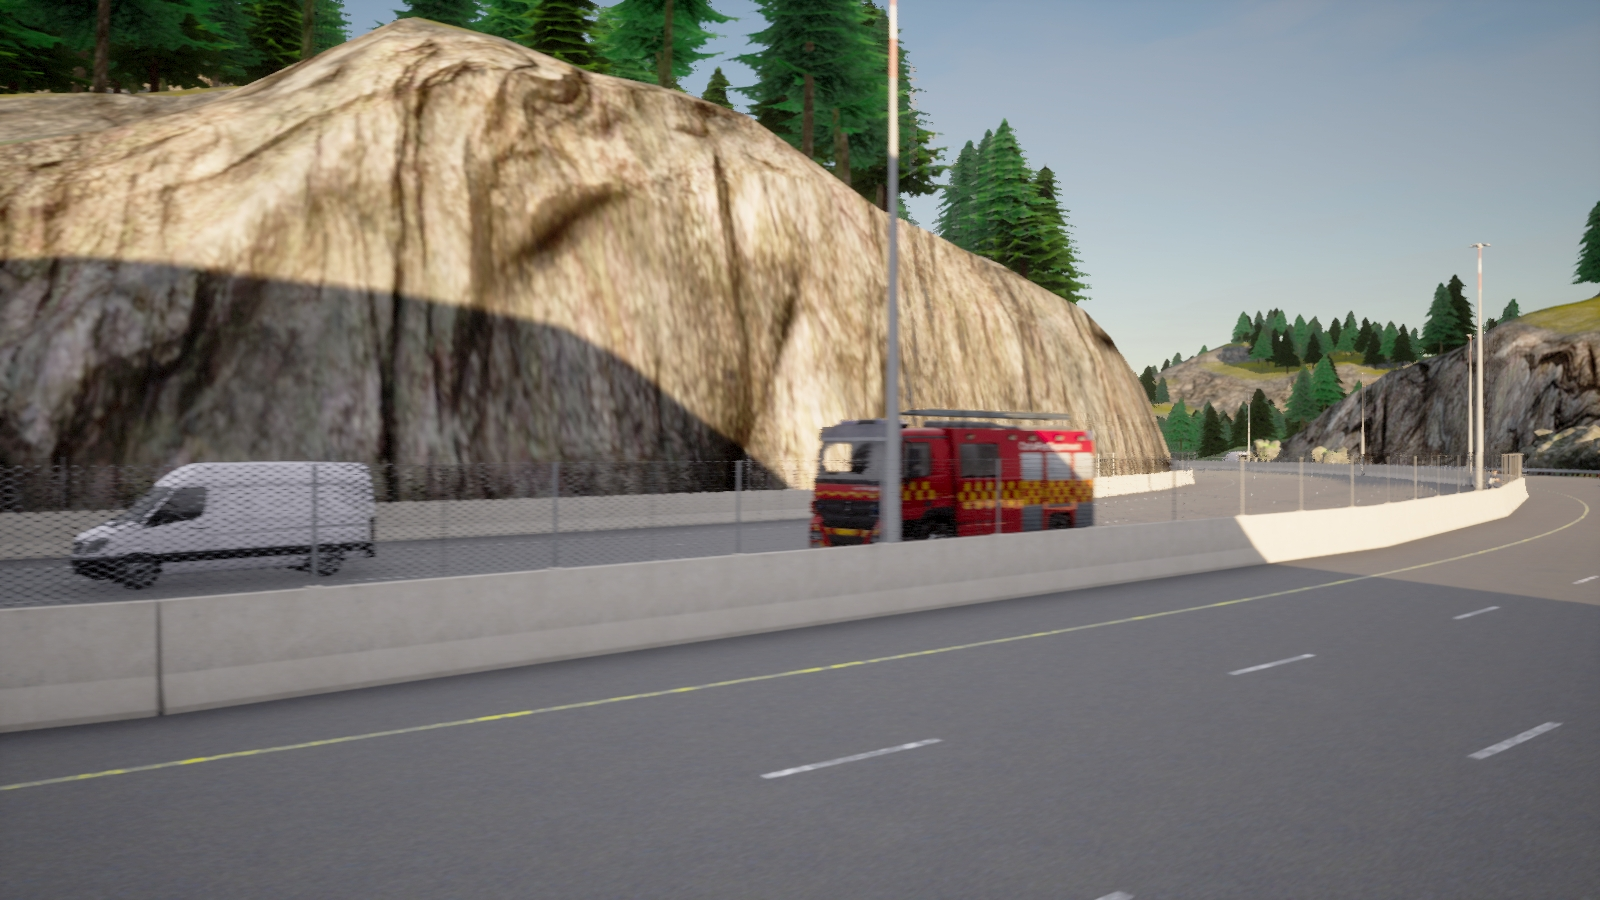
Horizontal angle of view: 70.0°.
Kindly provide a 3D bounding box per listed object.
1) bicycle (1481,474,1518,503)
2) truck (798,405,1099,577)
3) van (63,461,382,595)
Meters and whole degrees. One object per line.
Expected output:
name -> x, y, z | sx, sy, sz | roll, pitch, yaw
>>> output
bicycle -> 37.981, 2.091, 62.080 | 1.643, 1.514, 0.373 | -3, -5, 36
truck -> 4.044, 0.909, 29.350 | 8.468, 3.827, 2.891 | 0, 0, -43
van -> -12.464, 1.552, 24.987 | 5.915, 2.561, 1.988 | 0, 0, -41
